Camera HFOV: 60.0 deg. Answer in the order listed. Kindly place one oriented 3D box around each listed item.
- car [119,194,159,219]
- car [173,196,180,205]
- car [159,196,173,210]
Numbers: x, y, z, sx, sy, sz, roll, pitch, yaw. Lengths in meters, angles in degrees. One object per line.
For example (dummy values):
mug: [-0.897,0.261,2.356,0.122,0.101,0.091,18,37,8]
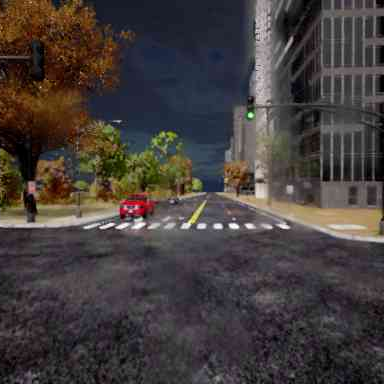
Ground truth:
car: [-4.712,1.178,29.360,2.150,2.045,5.566,0,0,4]
car: [-3.106,1.394,55.906,2.128,1.511,4.902,0,0,4]
car: [-3.937,1.493,42.204,1.994,1.385,4.181,0,0,4]
